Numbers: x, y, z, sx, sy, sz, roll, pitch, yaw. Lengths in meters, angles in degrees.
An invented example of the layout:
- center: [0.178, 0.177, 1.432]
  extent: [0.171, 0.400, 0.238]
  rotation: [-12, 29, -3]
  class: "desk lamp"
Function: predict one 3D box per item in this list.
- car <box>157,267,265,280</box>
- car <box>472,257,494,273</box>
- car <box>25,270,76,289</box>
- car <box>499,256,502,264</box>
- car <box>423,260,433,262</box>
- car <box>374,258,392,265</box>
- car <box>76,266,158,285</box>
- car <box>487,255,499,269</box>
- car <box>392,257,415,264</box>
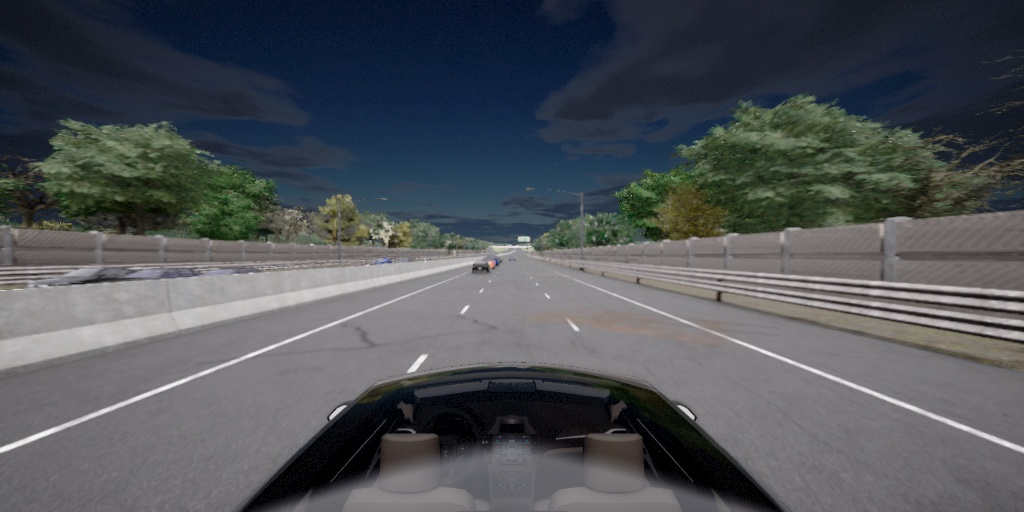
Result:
- center: [-14.085, 1.287, 18.060]
  extent: [2.033, 1.411, 5.357]
  rotation: [0, 0, 0]
  class: "car"
- center: [-3.484, 1.178, 41.444]
  extent: [1.882, 1.535, 5.008]
  rotation: [0, 0, 0]
  class: "car"
- center: [-21.080, 1.265, 18.188]
  extent: [1.812, 1.442, 4.674]
  rotation: [0, 0, 0]
  class: "car"
- center: [-3.476, 0.830, 63.473]
  extent: [2.150, 2.045, 5.566]
  rotation: [0, 0, 0]
  class: "car"
- center: [-13.997, 1.231, 58.932]
  extent: [1.895, 1.301, 4.718]
  rotation: [0, 0, 1]
  class: "car"
- center: [-20.999, 1.104, 58.929]
  extent: [1.882, 1.535, 5.008]
  rotation: [0, 0, 1]
  class: "car"
- center: [-17.585, 1.287, 18.058]
  extent: [2.033, 1.411, 5.357]
  rotation: [0, 0, 0]
  class: "car"
- center: [-3.480, 1.013, 52.413]
  extent: [2.097, 1.767, 4.553]
  rotation: [0, 0, 0]
  class: "car"
- center: [-17.505, 0.983, 59.010]
  extent: [2.097, 1.767, 4.553]
  rotation: [0, 0, 1]
  class: "car"
